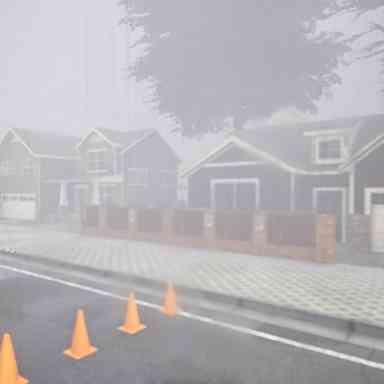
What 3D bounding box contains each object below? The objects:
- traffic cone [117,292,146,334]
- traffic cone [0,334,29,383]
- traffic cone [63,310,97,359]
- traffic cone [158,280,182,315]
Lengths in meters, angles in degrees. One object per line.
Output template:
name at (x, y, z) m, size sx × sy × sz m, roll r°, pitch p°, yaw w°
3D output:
traffic cone at (-1.000, 1.966, 5.522) m, size 0.340 × 0.580 × 0.340 m, roll 0°, pitch 0°, yaw 36°
traffic cone at (-2.165, 1.964, 3.897) m, size 0.340 × 0.580 × 0.340 m, roll 0°, pitch 0°, yaw 36°
traffic cone at (-1.583, 1.965, 4.709) m, size 0.340 × 0.580 × 0.340 m, roll 0°, pitch 0°, yaw 36°
traffic cone at (-0.418, 1.966, 6.335) m, size 0.340 × 0.580 × 0.340 m, roll 0°, pitch 0°, yaw 36°
